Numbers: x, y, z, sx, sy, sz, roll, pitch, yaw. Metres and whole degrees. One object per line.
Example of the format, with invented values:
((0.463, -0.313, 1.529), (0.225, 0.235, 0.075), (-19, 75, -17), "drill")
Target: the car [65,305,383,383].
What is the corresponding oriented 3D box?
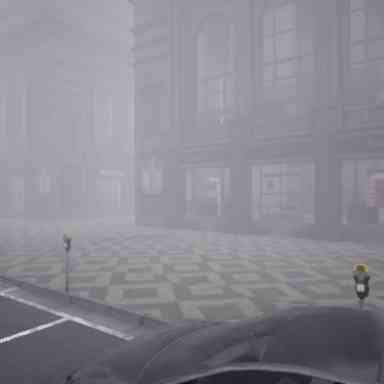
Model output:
((0.881, 1.570, 2.332), (4.313, 1.339, 1.947), (-1, 0, 36), "car")
